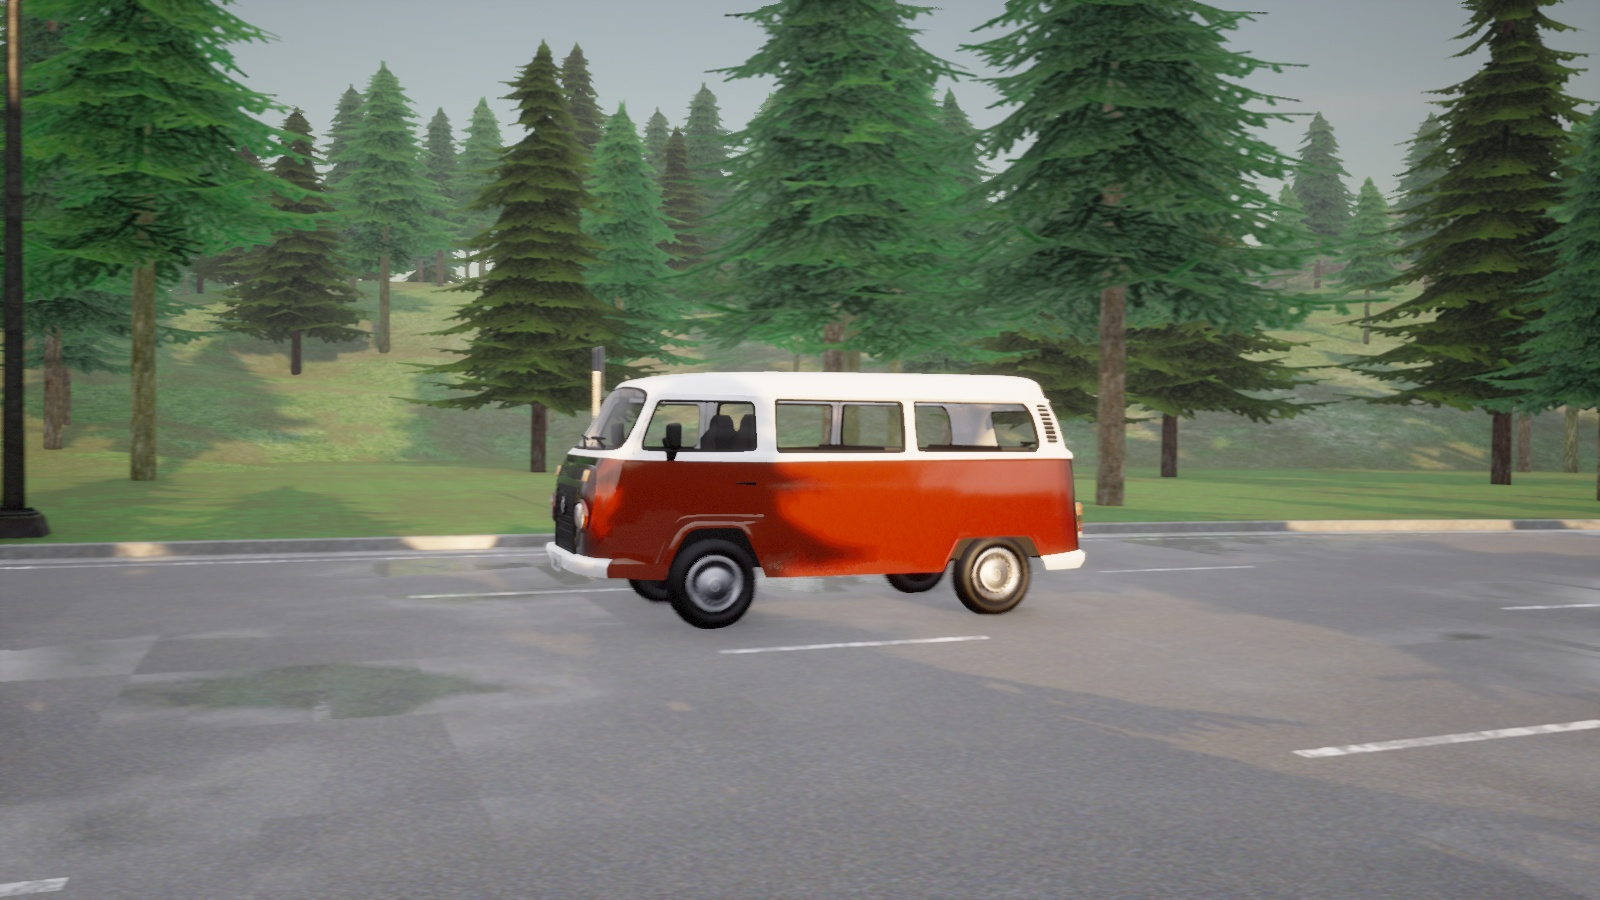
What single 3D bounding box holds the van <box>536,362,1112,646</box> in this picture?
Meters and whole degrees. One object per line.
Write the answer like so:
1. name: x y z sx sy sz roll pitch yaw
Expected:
1. van: 0.170 0.341 10.788 4.480 2.038 2.069 -1 1 -21
